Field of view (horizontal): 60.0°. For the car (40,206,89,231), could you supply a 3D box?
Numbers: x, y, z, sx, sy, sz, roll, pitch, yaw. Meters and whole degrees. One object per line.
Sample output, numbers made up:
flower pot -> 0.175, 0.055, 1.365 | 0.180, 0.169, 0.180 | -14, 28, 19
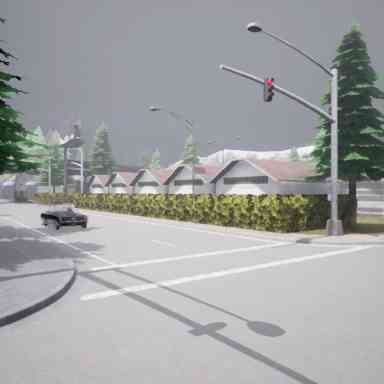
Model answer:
car -> -8.185, 1.598, 21.128 | 1.895, 1.301, 4.718 | 0, 0, -36
